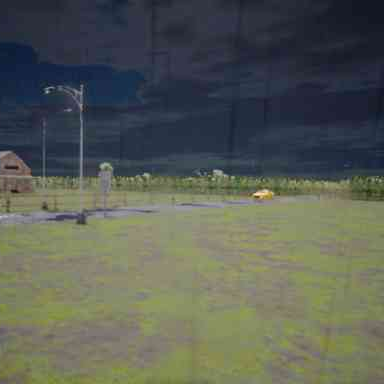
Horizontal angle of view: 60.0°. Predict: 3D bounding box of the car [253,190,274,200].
[{"bbox_3d":[11.218,0.460,52.062,1.882,1.535,5.008,2,2,36],"label":"car"}]
